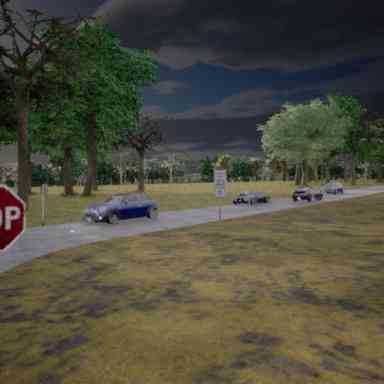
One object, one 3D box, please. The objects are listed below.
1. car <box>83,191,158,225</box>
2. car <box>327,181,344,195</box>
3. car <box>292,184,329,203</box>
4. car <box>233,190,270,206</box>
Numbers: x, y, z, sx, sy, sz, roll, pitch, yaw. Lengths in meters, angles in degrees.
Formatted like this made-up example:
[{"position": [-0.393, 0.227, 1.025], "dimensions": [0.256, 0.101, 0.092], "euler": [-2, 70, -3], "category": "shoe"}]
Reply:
[{"position": [-4.235, 0.878, 20.059], "dimensions": [2.097, 1.767, 4.553], "euler": [1, 2, 40], "category": "car"}, {"position": [19.847, -0.579, 47.112], "dimensions": [2.097, 1.767, 4.553], "euler": [1, 3, 42], "category": "car"}, {"position": [11.925, 0.245, 33.894], "dimensions": [1.837, 1.490, 4.892], "euler": [1, 3, 42], "category": "car"}, {"position": [5.619, 0.525, 31.225], "dimensions": [1.994, 1.385, 4.181], "euler": [1, 3, 42], "category": "car"}]
